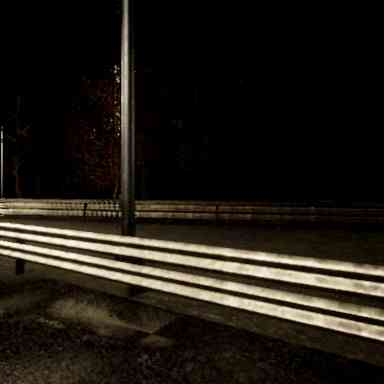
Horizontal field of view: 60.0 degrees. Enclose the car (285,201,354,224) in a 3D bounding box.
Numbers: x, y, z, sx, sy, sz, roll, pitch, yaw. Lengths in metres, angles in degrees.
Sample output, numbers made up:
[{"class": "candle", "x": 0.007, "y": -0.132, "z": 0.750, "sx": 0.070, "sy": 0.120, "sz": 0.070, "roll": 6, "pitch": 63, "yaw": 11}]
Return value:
[{"class": "car", "x": 9.609, "y": 1.490, "z": 25.247, "sx": 4.856, "sy": 1.649, "sz": 2.033, "roll": 0, "pitch": 0, "yaw": 15}]
